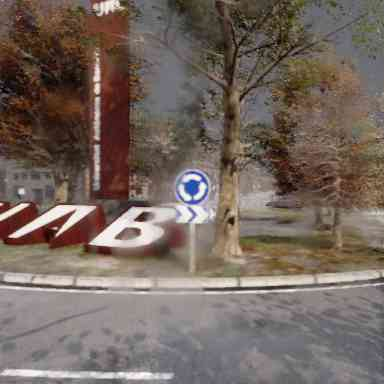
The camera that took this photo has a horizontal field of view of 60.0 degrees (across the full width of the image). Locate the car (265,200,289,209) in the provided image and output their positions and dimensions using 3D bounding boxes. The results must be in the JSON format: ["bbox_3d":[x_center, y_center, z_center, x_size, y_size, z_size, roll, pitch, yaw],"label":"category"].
[{"bbox_3d":[11.475,1.395,39.757,5.357,1.411,2.033,0,0,41],"label":"car"}]
